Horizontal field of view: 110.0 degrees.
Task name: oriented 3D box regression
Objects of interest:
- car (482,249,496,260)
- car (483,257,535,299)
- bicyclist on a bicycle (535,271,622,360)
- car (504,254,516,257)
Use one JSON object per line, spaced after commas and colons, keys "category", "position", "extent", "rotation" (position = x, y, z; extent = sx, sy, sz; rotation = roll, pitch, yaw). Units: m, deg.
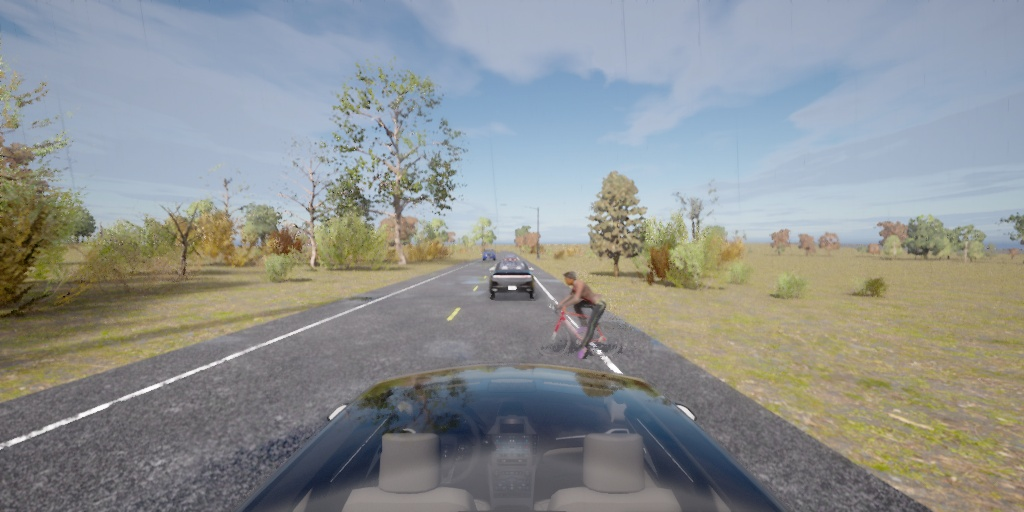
{"category": "car", "position": [-3.976, -0.202, 63.345], "extent": [2.150, 2.045, 5.566], "rotation": [0, 1, 0]}
{"category": "car", "position": [-0.007, 0.963, 16.140], "extent": [2.128, 1.511, 4.902], "rotation": [0, 1, 0]}
{"category": "bicyclist on a bicycle", "position": [1.239, 1.106, 6.694], "extent": [1.656, 1.620, 0.582], "rotation": [0, 1, 0]}
{"category": "car", "position": [-0.235, 0.469, 45.027], "extent": [2.033, 1.411, 5.357], "rotation": [0, 1, -1]}
